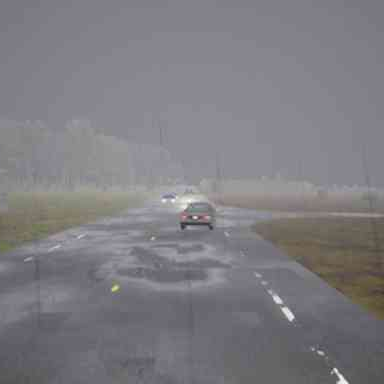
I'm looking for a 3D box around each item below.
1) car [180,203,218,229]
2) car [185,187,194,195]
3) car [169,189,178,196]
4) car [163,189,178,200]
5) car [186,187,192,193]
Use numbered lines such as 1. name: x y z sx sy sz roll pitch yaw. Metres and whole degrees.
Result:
1. car: 0.512 1.340 19.876 2.033 1.411 5.357 0 1 8
2. car: -0.706 -0.263 80.030 2.097 1.767 4.553 0 2 -1
3. car: -4.147 0.063 74.658 1.812 1.442 4.674 0 2 -1
4. car: -4.013 0.476 58.129 1.882 1.535 5.008 0 2 0
5. car: -0.817 -0.511 90.072 1.837 1.490 4.892 0 2 -1
